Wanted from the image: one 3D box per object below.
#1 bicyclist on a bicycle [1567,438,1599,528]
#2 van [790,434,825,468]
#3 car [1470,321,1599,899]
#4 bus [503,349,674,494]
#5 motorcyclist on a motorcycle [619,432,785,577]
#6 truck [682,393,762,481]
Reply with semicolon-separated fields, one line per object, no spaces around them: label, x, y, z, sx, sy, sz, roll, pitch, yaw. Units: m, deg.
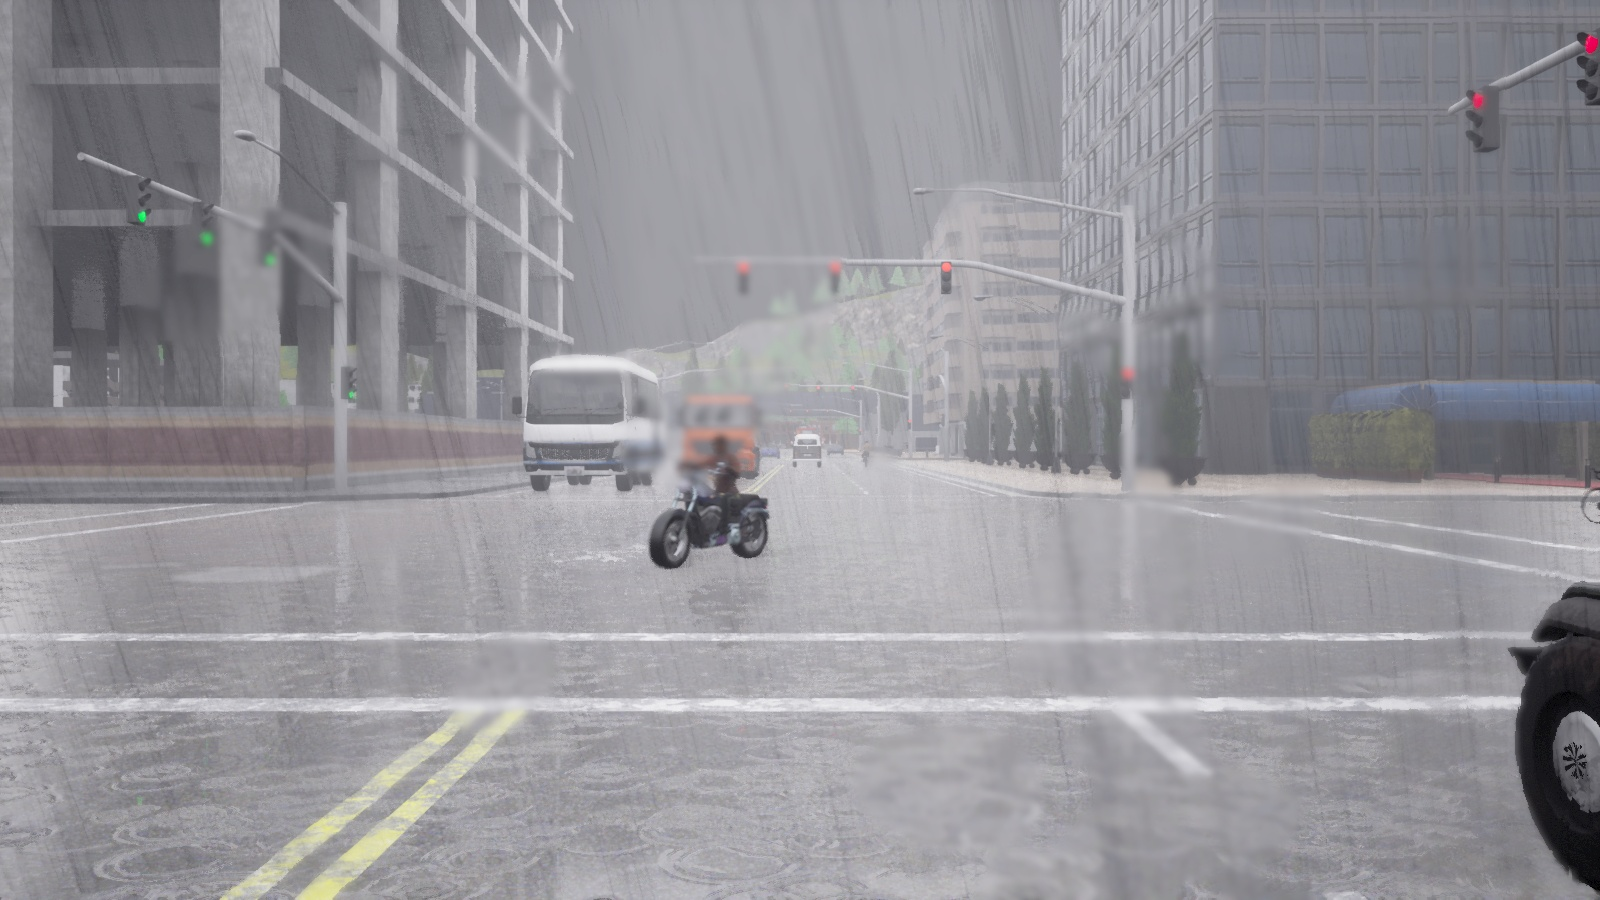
bicyclist on a bicycle;14.936;0.583;22.815;1.656;1.620;0.582;0;0;0
van;0.452;0.032;77.677;2.069;2.038;4.480;0;0;0
car;3.532;0.529;2.910;1.905;1.878;3.866;0;0;0
bus;-6.747;-0.873;42.103;3.944;4.253;10.273;0;0;0
motorcyclist on a motorcycle;-1.156;0.609;15.462;0.766;1.649;2.350;1;1;32
truck;-3.185;-0.539;53.286;2.891;3.462;7.936;0;0;0
